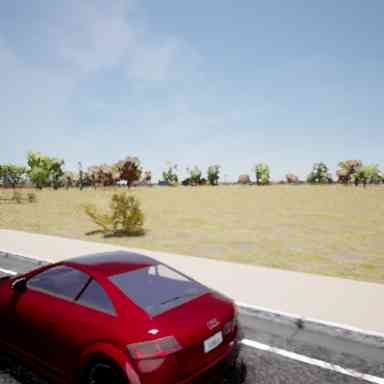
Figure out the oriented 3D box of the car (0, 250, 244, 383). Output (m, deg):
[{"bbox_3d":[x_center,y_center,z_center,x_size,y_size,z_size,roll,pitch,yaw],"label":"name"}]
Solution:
[{"bbox_3d":[-1.402,1.557,4.723,4.181,1.385,1.994,0,0,36],"label":"car"}]
